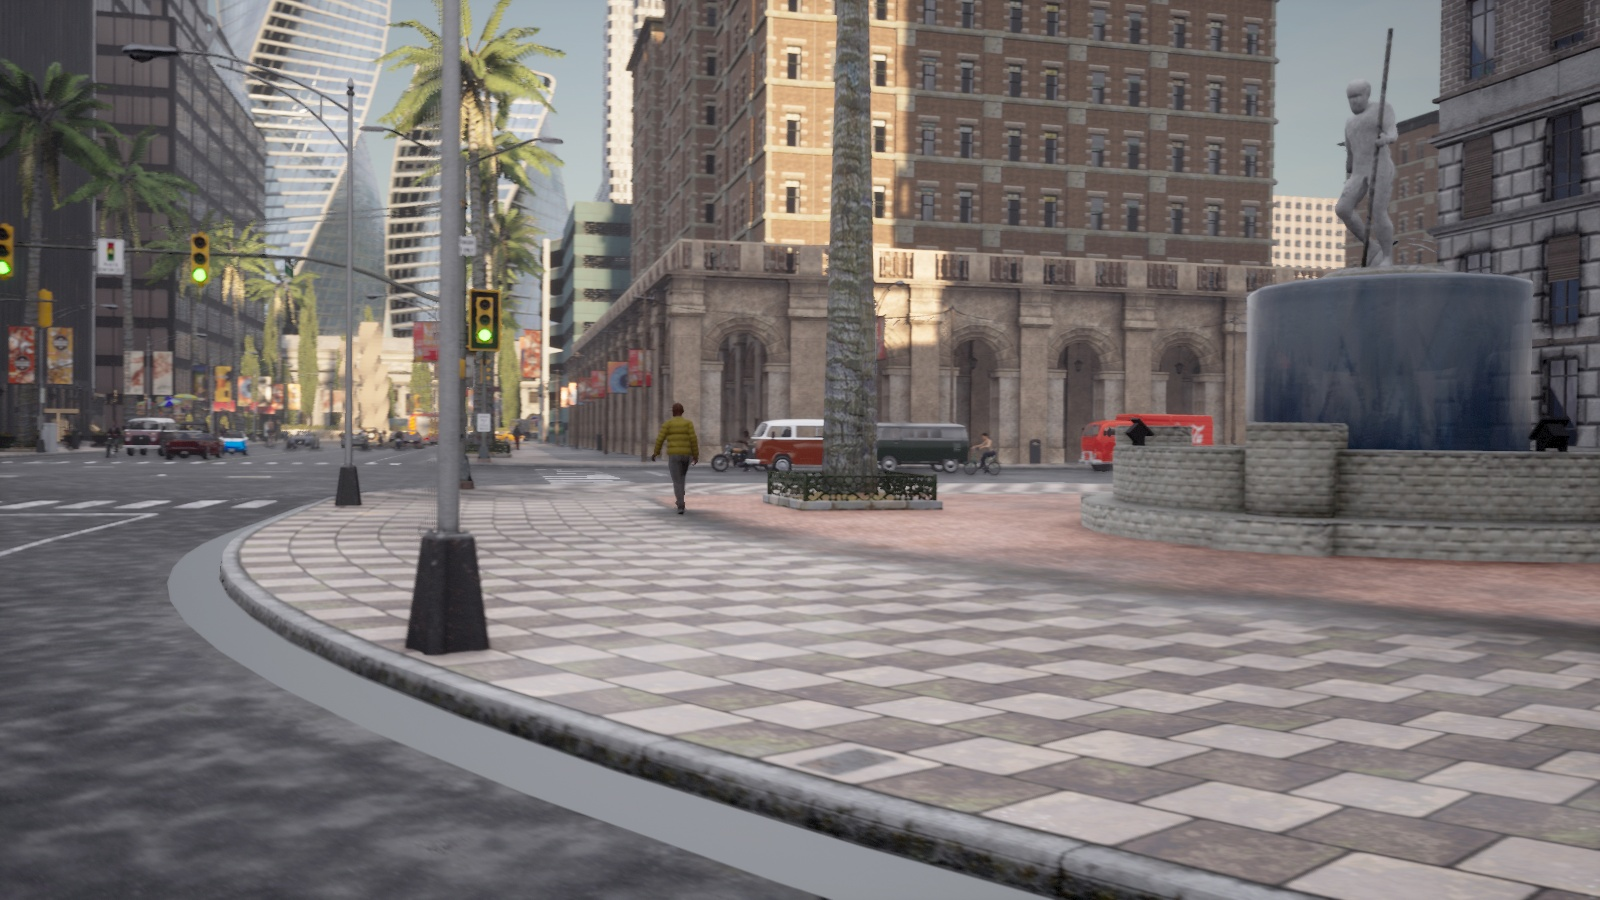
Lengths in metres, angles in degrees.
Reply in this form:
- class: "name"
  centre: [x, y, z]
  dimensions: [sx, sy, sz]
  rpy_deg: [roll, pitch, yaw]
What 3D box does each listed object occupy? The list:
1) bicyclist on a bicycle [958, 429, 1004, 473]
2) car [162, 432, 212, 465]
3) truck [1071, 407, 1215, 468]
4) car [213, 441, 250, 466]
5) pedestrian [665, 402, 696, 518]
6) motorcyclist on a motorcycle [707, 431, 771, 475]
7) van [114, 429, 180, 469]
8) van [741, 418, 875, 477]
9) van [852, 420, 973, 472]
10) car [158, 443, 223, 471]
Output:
- class: "bicyclist on a bicycle"
  centre: [6.809, 0.025, 47.205]
  dimensions: [1.509, 1.612, 0.866]
  rpy_deg: [0, 1, -14]
- class: "car"
  centre: [-36.691, -0.107, 75.262]
  dimensions: [1.905, 1.878, 3.866]
  rpy_deg: [-1, 1, -14]
- class: "truck"
  centre: [14.338, -0.528, 52.651]
  dimensions: [5.204, 2.467, 2.627]
  rpy_deg: [-1, 1, -14]
- class: "car"
  centre: [-31.976, 0.170, 70.687]
  dimensions: [1.481, 1.376, 2.207]
  rpy_deg: [-1, 0, -14]
- class: "pedestrian"
  centre: [-1.942, 0.152, 20.320]
  dimensions: [0.370, 1.835, 0.726]
  rpy_deg: [-1, 1, -15]
- class: "motorcyclist on a motorcycle"
  centre: [-2.342, 0.099, 48.463]
  dimensions: [2.350, 1.649, 0.766]
  rpy_deg: [-1, 1, -14]
- class: "van"
  centre: [-34.609, -0.088, 66.680]
  dimensions: [2.069, 2.038, 4.480]
  rpy_deg: [-1, 1, -14]
- class: "van"
  centre: [0.268, -0.114, 45.593]
  dimensions: [4.480, 2.038, 2.069]
  rpy_deg: [-1, 1, -14]
- class: "van"
  centre: [4.480, -0.177, 50.195]
  dimensions: [4.442, 1.987, 1.775]
  rpy_deg: [-1, 1, -13]
- class: "car"
  centre: [-29.730, 0.313, 61.415]
  dimensions: [1.895, 1.301, 4.718]
  rpy_deg: [-1, 1, -14]
